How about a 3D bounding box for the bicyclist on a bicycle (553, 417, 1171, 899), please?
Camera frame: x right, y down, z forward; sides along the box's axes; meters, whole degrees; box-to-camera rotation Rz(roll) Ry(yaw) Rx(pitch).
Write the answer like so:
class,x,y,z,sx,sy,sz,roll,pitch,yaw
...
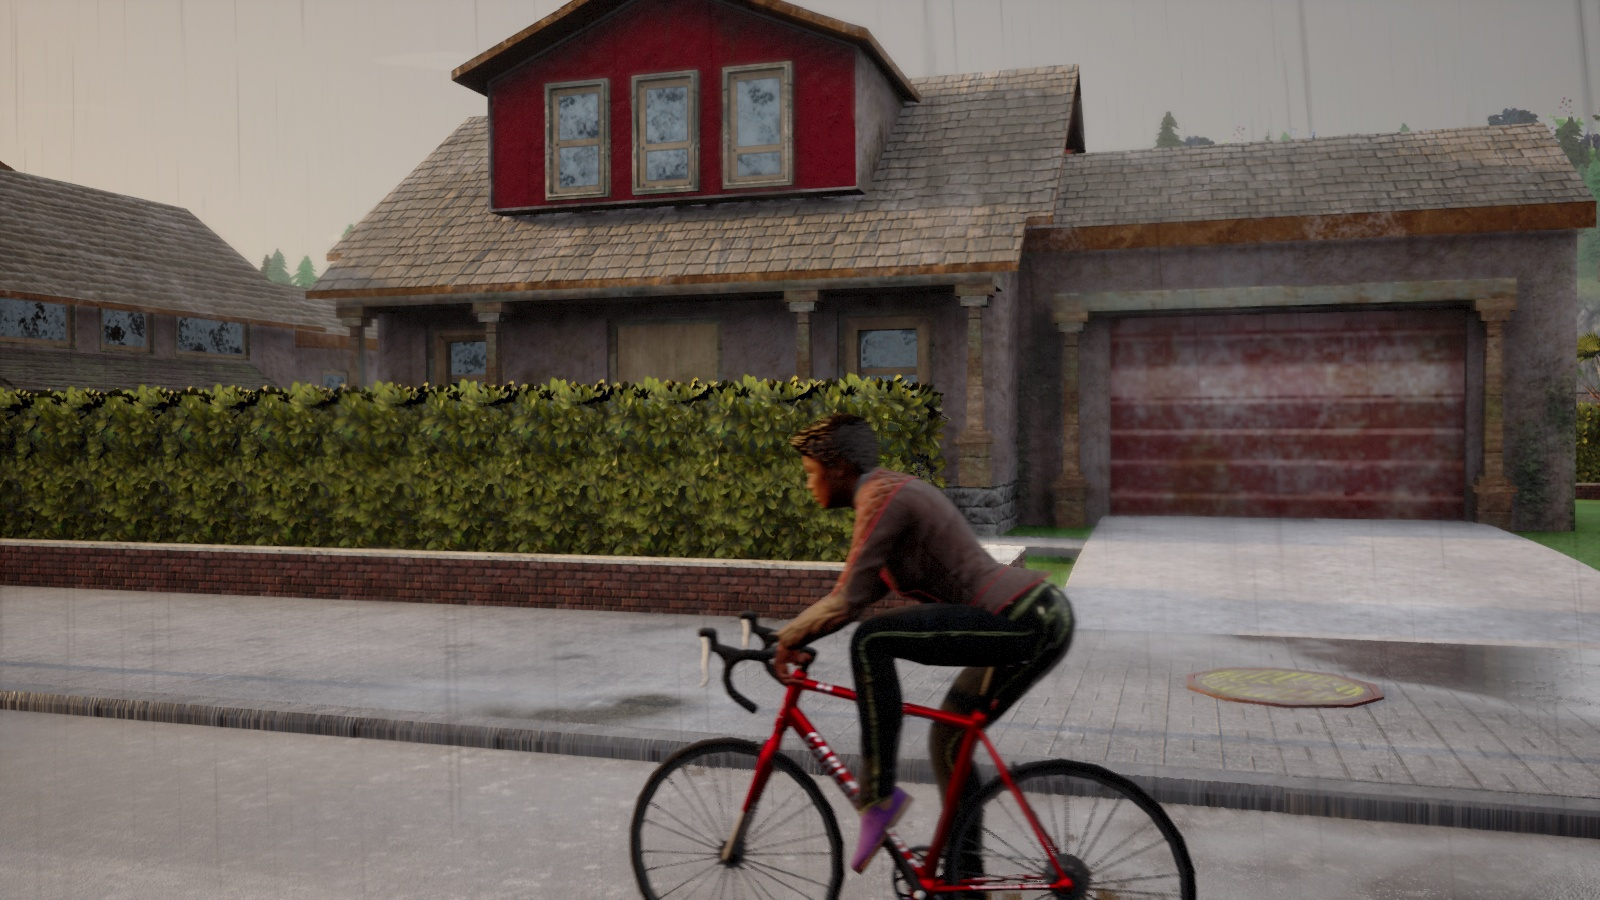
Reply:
class,x,y,z,sx,sy,sz,roll,pitch,yaw
bicyclist on a bicycle,0.186,0.723,3.573,1.656,1.620,0.582,0,1,17
